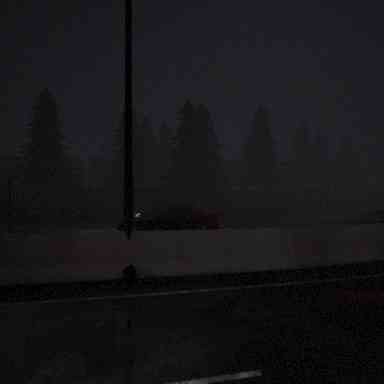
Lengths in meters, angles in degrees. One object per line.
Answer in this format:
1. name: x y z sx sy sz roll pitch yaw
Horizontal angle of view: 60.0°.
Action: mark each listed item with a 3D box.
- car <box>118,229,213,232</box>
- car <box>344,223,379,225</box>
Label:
1. car: -1.148 1.498 16.527 5.008 1.535 1.882 0 0 -16
2. car: 9.805 1.505 16.486 5.008 1.535 1.882 0 0 -22
